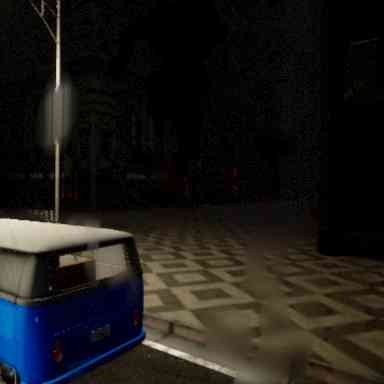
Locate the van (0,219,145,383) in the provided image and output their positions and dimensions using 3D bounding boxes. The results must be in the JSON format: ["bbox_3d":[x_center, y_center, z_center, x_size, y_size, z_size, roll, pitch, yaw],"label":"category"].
[{"bbox_3d":[-2.522,1.341,4.794,3.998,1.788,1.690,0,1,36],"label":"van"}]
